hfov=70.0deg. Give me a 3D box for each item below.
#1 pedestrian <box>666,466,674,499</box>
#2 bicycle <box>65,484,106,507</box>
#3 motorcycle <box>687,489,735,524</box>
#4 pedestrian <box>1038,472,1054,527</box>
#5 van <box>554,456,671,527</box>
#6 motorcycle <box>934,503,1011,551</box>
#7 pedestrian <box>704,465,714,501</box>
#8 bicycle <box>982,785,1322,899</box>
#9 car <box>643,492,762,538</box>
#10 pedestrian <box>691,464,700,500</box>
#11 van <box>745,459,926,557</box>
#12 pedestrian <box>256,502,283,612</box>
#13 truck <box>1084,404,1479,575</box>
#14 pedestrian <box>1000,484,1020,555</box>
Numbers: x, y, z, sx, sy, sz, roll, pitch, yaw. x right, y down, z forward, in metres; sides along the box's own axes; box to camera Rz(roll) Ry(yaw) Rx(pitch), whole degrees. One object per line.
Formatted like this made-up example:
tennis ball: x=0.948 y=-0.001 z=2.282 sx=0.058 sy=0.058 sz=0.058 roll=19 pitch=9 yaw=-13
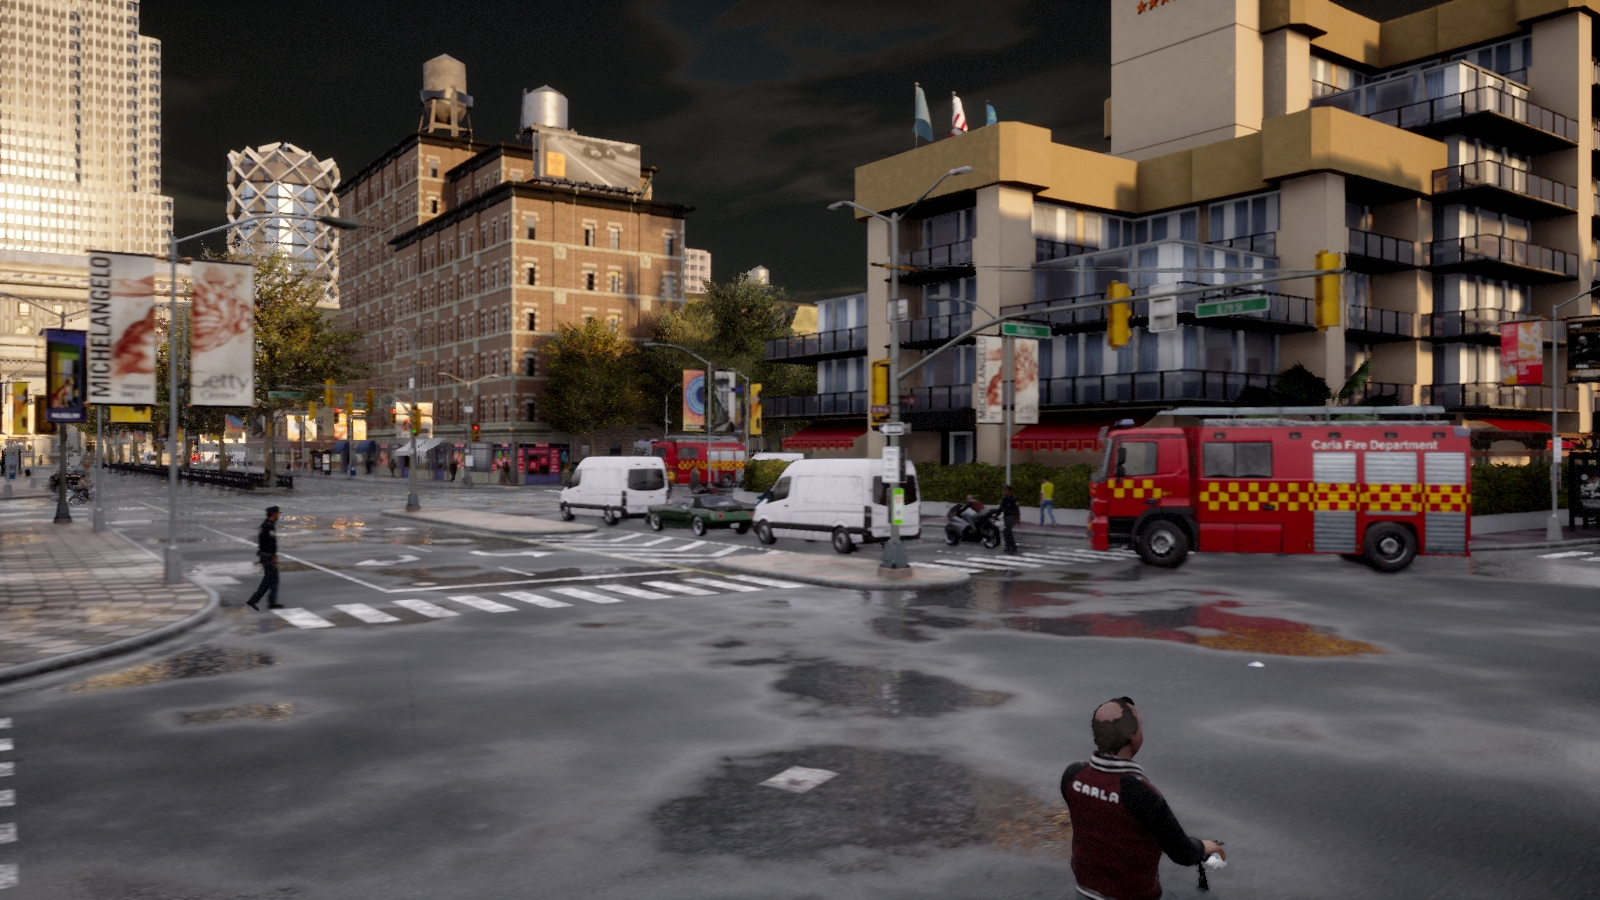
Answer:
pedestrian: x=-7.362 y=1.851 z=64.810 sx=0.375 sy=1.860 sz=0.375 roll=0 pitch=0 yaw=-25
bicycle: x=-35.295 y=2.257 z=56.447 sx=0.859 sy=1.080 sz=1.487 roll=0 pitch=0 yaw=40
motorcycle: x=-3.500 y=2.207 z=44.935 sx=0.867 sy=1.251 sz=2.209 roll=0 pitch=0 yaw=-36
pedestrian: x=8.398 y=1.698 z=39.026 sx=0.375 sy=1.860 sz=0.375 roll=0 pitch=0 yaw=-25
van: x=-7.386 y=1.536 z=44.536 sx=1.988 sy=2.561 sz=5.915 roll=0 pitch=0 yaw=-37
motorcycle: x=5.000 y=2.207 z=33.248 sx=0.867 sy=1.251 sz=2.209 roll=0 pitch=0 yaw=-39
pedestrian: x=-4.689 y=1.699 z=59.027 sx=0.375 sy=1.860 sz=0.375 roll=0 pitch=0 yaw=-30
bicycle: x=1.558 y=2.210 z=4.865 sx=1.835 sy=1.171 sz=0.329 roll=0 pitch=0 yaw=-35
car: x=-3.383 y=2.156 z=38.743 sx=1.895 sy=1.301 sz=4.718 roll=0 pitch=0 yaw=-35
pedestrian: x=-5.528 y=1.698 z=60.462 sx=0.375 sy=1.860 sz=0.375 roll=0 pitch=0 yaw=-30
van: x=0.874 y=1.534 z=32.831 sx=1.988 sy=2.561 sz=5.915 roll=0 pitch=0 yaw=-36
pedestrian: x=-9.244 y=1.849 z=19.902 sx=0.375 sy=1.860 sz=0.375 roll=0 pitch=0 yaw=-35
truck: x=11.359 y=0.892 z=27.887 sx=8.468 sy=3.827 sz=2.891 roll=0 pitch=0 yaw=11
pedestrian: x=5.599 y=1.850 z=30.505 sx=0.375 sy=1.860 sz=0.375 roll=0 pitch=0 yaw=-34
